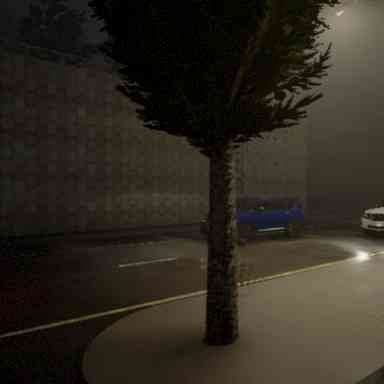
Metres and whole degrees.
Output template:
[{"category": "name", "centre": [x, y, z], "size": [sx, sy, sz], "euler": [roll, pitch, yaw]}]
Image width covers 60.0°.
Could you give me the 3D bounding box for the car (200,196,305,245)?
[{"category": "car", "centre": [3.039, 1.211, 15.919], "size": [5.566, 2.045, 2.150], "euler": [0, 0, -35]}]

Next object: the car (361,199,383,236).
[{"category": "car", "centre": [11.052, 1.190, 17.233], "size": [5.566, 2.045, 2.150], "euler": [0, 0, -35]}]
